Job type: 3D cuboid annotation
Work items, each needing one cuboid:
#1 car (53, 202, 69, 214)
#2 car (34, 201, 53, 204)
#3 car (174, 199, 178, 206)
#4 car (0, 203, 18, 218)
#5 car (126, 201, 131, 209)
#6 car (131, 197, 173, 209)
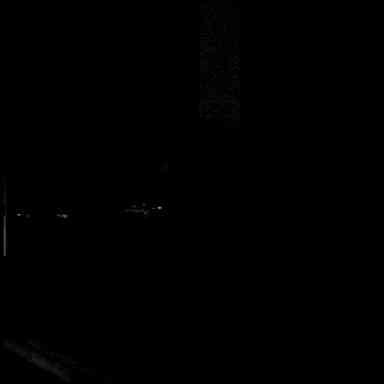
[{"bbox_3d":[-11.768,1.611,36.129,2.033,1.411,5.357,0,0,39],"label":"car"},{"bbox_3d":[-16.133,1.639,36.291,1.994,1.385,4.181,0,0,38],"label":"car"},{"bbox_3d":[-4.091,1.500,51.283,1.994,1.385,4.181,0,1,38],"label":"car"},{"bbox_3d":[-17.549,1.634,28.923,1.994,1.385,4.181,0,0,39],"label":"car"},{"bbox_3d":[-10.341,1.587,43.501,2.033,1.411,5.357,0,0,39],"label":"car"},{"bbox_3d":[-5.238,1.506,44.260,1.837,1.490,4.892,0,0,39],"label":"car"}]
